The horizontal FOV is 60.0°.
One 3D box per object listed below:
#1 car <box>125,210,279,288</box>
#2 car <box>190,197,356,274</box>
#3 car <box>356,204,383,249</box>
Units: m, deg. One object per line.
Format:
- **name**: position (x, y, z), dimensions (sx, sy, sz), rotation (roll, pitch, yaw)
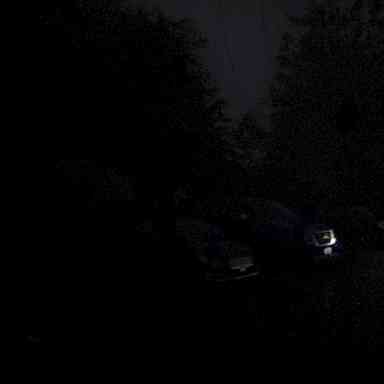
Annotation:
- **car**: position (-0.272, 1.457, 9.407), dimensions (2.231, 1.521, 4.892), rotation (0, 0, -36)
- **car**: position (1.944, 1.191, 10.947), dimensions (2.435, 2.045, 5.566), rotation (0, 0, -36)
- **car**: position (6.669, 1.276, 14.278), dimensions (2.185, 1.767, 4.553), rotation (0, 0, -36)
